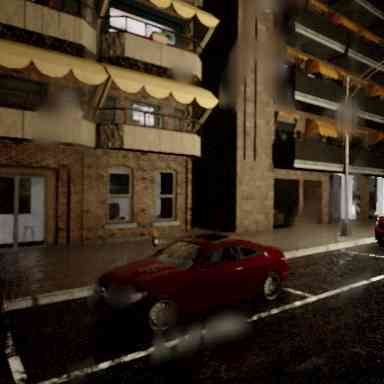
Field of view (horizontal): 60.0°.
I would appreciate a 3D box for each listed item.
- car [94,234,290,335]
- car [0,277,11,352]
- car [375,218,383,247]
[{"bbox_3d":[0.211,1.559,6.652,4.206,1.307,1.802,0,1,-35],"label":"car"},{"bbox_3d":[-4.305,1.576,3.431,4.313,1.339,1.947,0,1,-35],"label":"car"},{"bbox_3d":[9.245,1.226,13.086,5.009,1.841,2.192,0,1,-35],"label":"car"}]
